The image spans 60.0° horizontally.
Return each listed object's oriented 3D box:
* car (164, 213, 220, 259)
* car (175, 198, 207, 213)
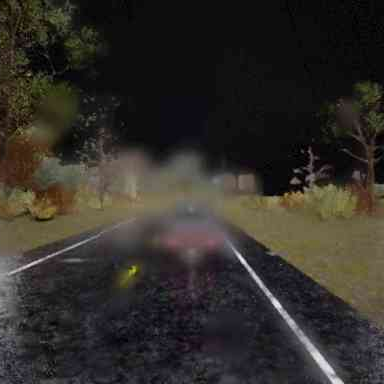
[{"bbox_3d":[0.022,1.745,13.254,1.895,1.301,4.718,0,-1,0],"label":"car"},{"bbox_3d":[0.029,1.522,27.576,2.150,2.045,5.566,0,0,1],"label":"car"}]
